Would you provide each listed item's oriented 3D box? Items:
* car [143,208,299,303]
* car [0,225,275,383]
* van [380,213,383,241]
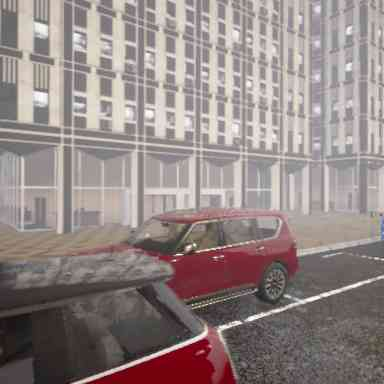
[{"bbox_3d":[0.001,1.293,6.547,5.009,1.841,2.192,0,1,-35],"label":"car"},{"bbox_3d":[-1.847,1.354,2.061,4.553,1.767,2.097,0,0,-36],"label":"car"},{"bbox_3d":[8.918,1.251,12.899,3.998,1.788,1.690,0,1,-35],"label":"van"}]
